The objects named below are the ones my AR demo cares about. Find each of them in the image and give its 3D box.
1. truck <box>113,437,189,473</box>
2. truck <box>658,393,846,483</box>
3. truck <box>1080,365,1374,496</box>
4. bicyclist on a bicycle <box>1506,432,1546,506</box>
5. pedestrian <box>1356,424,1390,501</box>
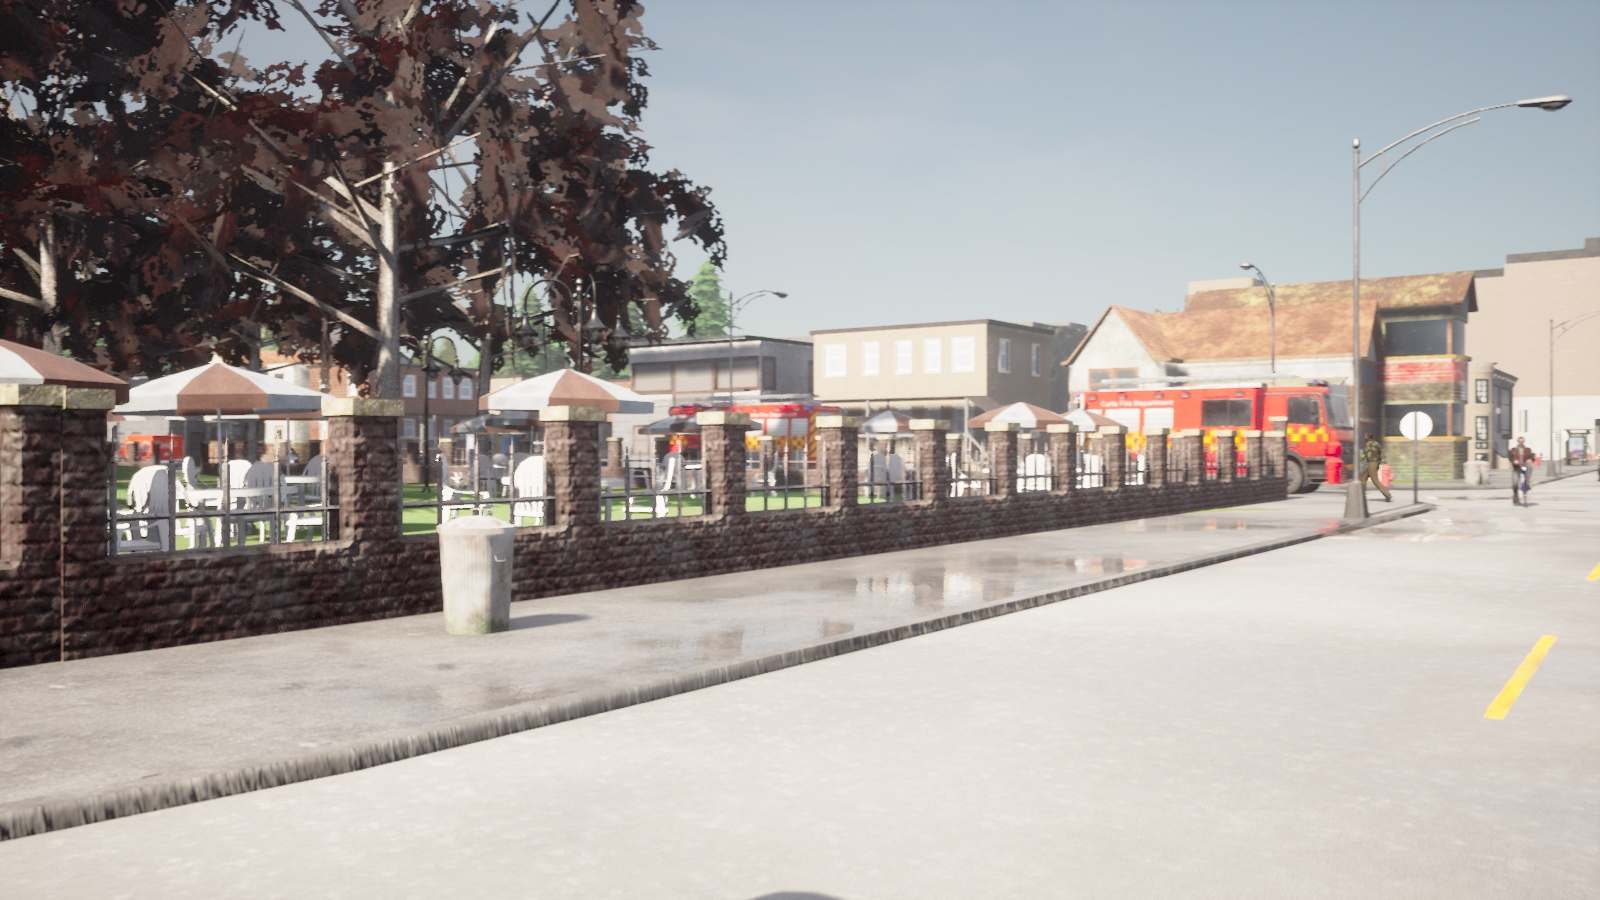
[{"bbox_3d":[-45.114,0.353,87.278,5.204,2.467,2.627,0,0,35],"label":"truck"},{"bbox_3d":[-2.249,-0.504,56.618,8.468,3.827,2.891,0,0,36],"label":"truck"},{"bbox_3d":[13.578,-0.561,40.375,8.468,3.827,2.891,0,0,36],"label":"truck"},{"bbox_3d":[18.012,0.465,31.171,0.659,1.776,1.843,0,0,24],"label":"bicyclist on a bicycle"},{"bbox_3d":[14.552,0.321,31.900,0.395,1.930,0.692,0,0,-40],"label":"pedestrian"}]
